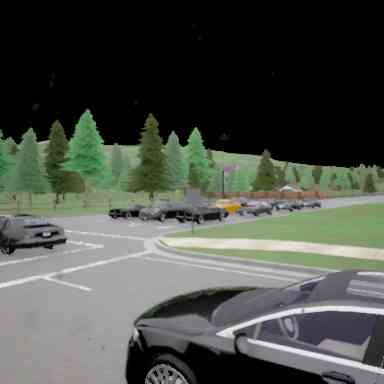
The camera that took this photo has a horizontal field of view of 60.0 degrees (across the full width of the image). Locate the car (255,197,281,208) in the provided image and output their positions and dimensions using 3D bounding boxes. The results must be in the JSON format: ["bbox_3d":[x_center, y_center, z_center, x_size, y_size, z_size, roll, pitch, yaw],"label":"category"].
[{"bbox_3d":[11.873,1.603,51.745,2.033,1.411,5.357,0,0,36],"label":"car"}]

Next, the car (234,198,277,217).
[{"bbox_3d":[6.213,1.563,32.216,1.812,1.442,4.674,0,0,36],"label":"car"}]

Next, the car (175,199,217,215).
[{"bbox_3d":[0.522,1.549,36.317,2.128,1.511,4.902,0,0,36],"label":"car"}]

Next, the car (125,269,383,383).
[{"bbox_3d":[1.517,1.492,2.911,4.902,1.511,2.128,0,0,36],"label":"car"}]

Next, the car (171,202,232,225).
[{"bbox_3d":[0.814,1.639,24.863,1.895,1.301,4.718,0,0,36],"label":"car"}]

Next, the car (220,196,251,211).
[{"bbox_3d":[5.771,1.408,43.478,2.097,1.767,4.553,0,0,36],"label":"car"}]

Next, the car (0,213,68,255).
[{"bbox_3d":[-7.300,1.586,13.498,5.357,1.411,2.033,0,0,35],"label":"car"}]

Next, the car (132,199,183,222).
[{"bbox_3d":[-2.182,1.400,26.702,2.097,1.767,4.553,0,0,36],"label":"car"}]

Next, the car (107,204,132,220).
[{"bbox_3d":[-4.982,1.659,28.801,1.895,1.301,4.718,0,0,36],"label":"car"}]

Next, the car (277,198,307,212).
[{"bbox_3d":[11.534,1.528,39.505,2.128,1.511,4.902,0,0,36],"label":"car"}]

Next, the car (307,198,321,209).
[{"bbox_3d":[16.542,1.528,46.323,2.128,1.511,4.902,0,0,36],"label":"car"}]

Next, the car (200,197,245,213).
[{"bbox_3d":[3.189,1.525,34.038,1.882,1.535,5.008,0,0,36],"label":"car"}]
